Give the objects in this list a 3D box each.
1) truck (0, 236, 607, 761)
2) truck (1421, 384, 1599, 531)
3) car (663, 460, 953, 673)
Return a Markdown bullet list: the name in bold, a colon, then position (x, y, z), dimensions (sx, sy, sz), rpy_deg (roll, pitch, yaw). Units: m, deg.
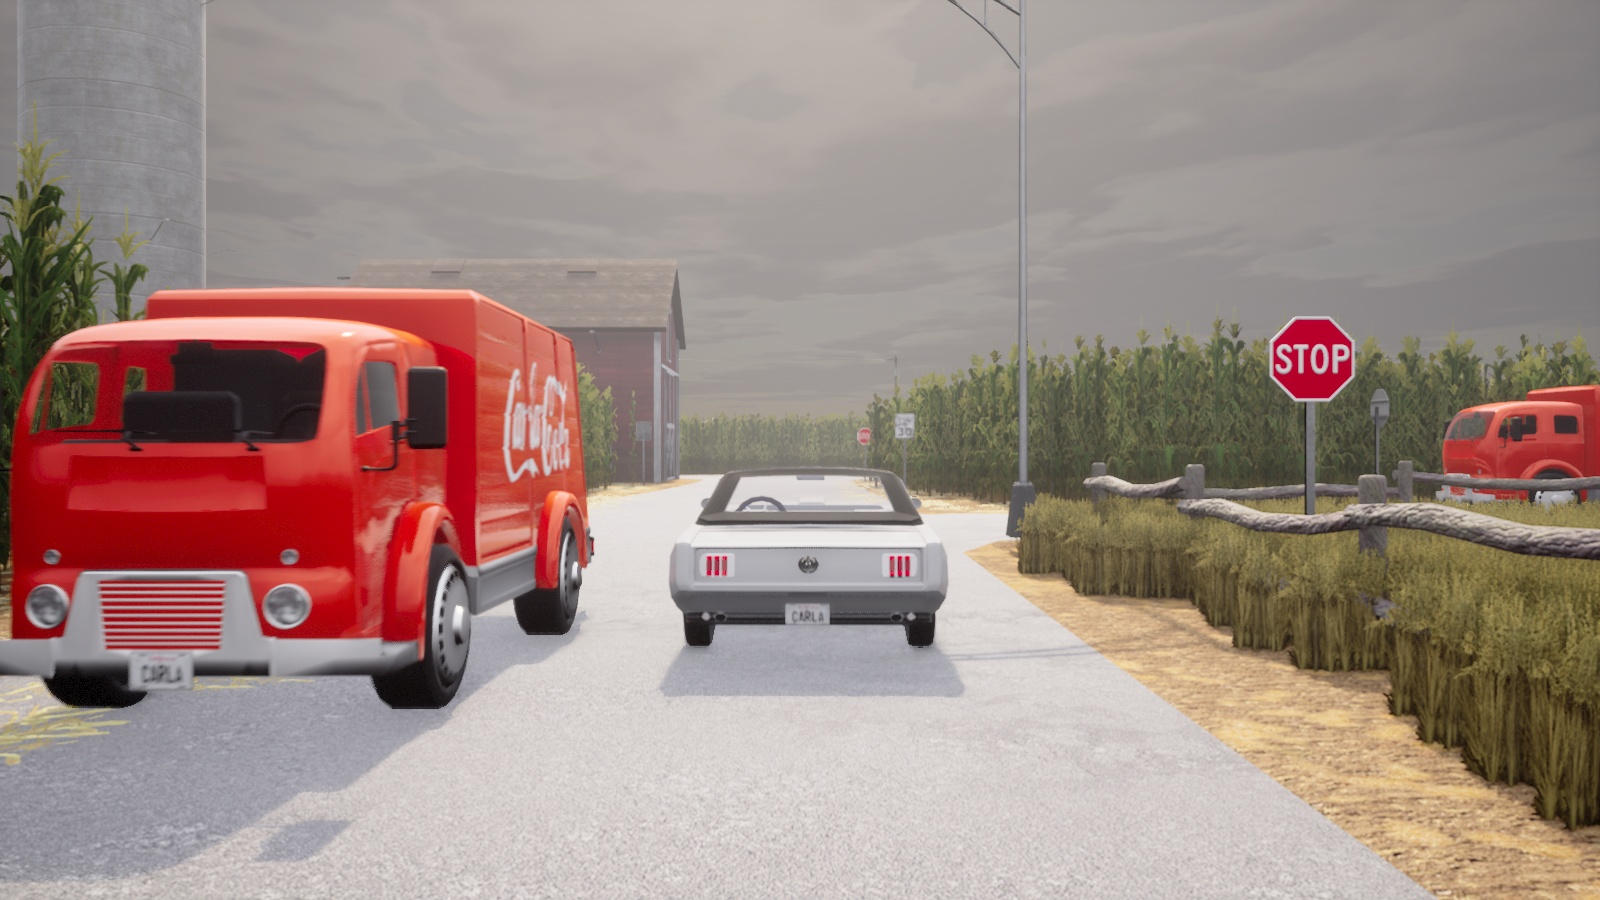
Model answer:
- **truck**: position (-3.038, 0.206, 8.506), dimensions (2.627, 2.467, 5.204), rpy_deg (0, 0, 0)
- **truck**: position (14.394, 0.139, 22.525), dimensions (5.204, 2.467, 2.627), rpy_deg (1, 0, 0)
- **car**: position (0.091, 0.779, 10.568), dimensions (1.895, 1.301, 4.718), rpy_deg (0, 1, 1)
